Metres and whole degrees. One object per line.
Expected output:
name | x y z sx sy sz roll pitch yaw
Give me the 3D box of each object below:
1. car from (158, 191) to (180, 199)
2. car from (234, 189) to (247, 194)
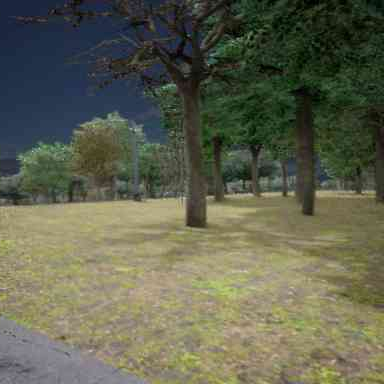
car | -4.540 0.529 66.508 2.033 1.411 5.357 -4 -1 34
car | 13.541 -0.083 92.990 1.895 1.301 4.718 -4 -1 34
